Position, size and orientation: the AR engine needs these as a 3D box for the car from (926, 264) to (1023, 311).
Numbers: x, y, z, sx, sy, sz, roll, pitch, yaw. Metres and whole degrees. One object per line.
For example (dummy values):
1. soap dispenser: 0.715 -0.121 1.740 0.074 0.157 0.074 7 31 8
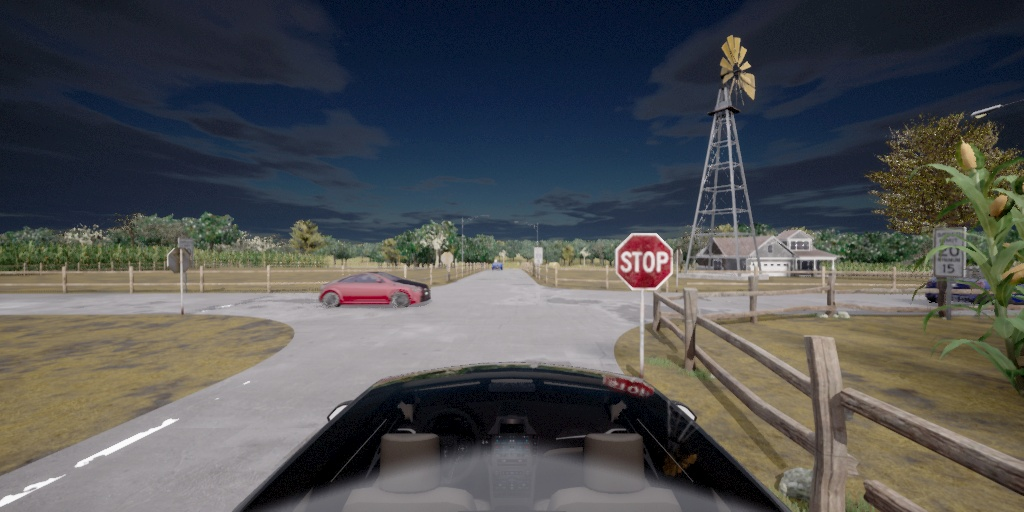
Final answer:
1. car: 19.922 1.200 14.503 4.553 1.767 2.097 0 1 0

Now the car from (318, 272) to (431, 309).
1. car: -5.472 1.334 14.551 4.181 1.385 1.994 0 0 0
